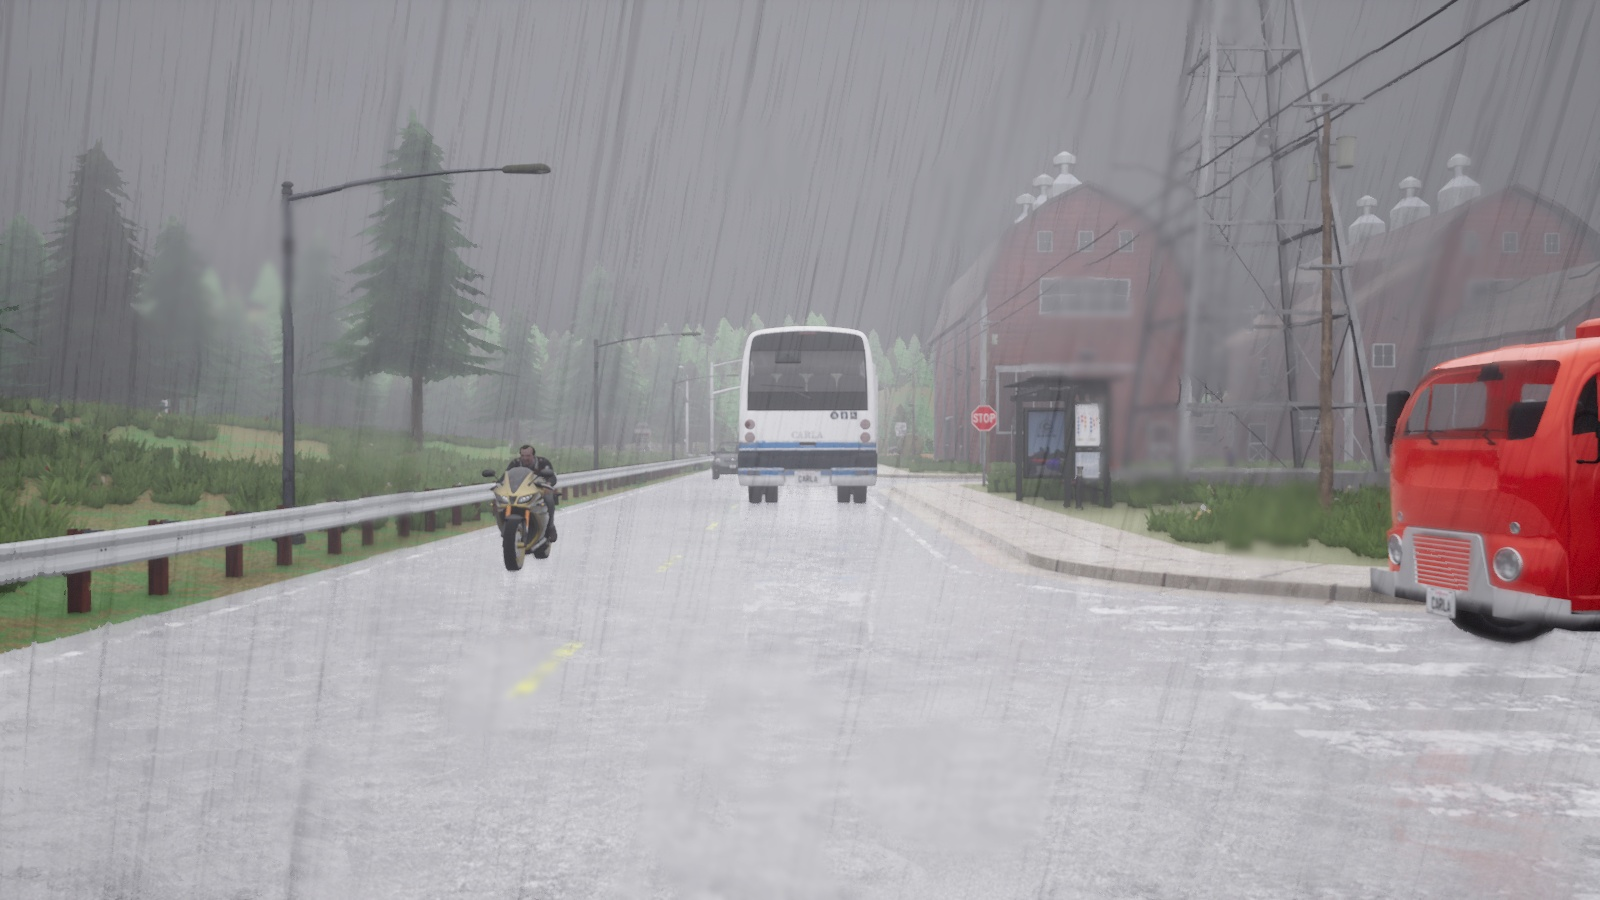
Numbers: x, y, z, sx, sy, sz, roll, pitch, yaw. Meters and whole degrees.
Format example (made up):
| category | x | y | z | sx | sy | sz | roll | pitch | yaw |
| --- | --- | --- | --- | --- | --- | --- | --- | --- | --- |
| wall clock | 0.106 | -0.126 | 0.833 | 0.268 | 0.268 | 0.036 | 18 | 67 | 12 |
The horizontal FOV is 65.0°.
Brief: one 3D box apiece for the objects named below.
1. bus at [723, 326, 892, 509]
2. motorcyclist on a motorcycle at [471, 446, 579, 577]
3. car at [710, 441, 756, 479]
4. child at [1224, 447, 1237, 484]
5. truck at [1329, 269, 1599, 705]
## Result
| category | x | y | z | sx | sy | sz | roll | pitch | yaw |
| --- | --- | --- | --- | --- | --- | --- | --- | --- | --- |
| bus | 0.206 | -0.773 | 34.377 | 3.944 | 4.253 | 10.273 | 0 | 0 | 0 |
| motorcyclist on a motorcycle | -3.398 | 0.713 | 15.718 | 0.866 | 1.530 | 2.191 | 0 | 0 | 0 |
| car | -2.969 | 0.413 | 54.971 | 1.851 | 1.617 | 3.988 | 0 | 0 | -5 |
| child | 14.661 | 0.515 | 42.753 | 0.437 | 1.263 | 0.270 | 0 | 0 | 19 |
| truck | 6.866 | 0.239 | 8.767 | 5.204 | 2.467 | 2.627 | 1 | 0 | -8 |
